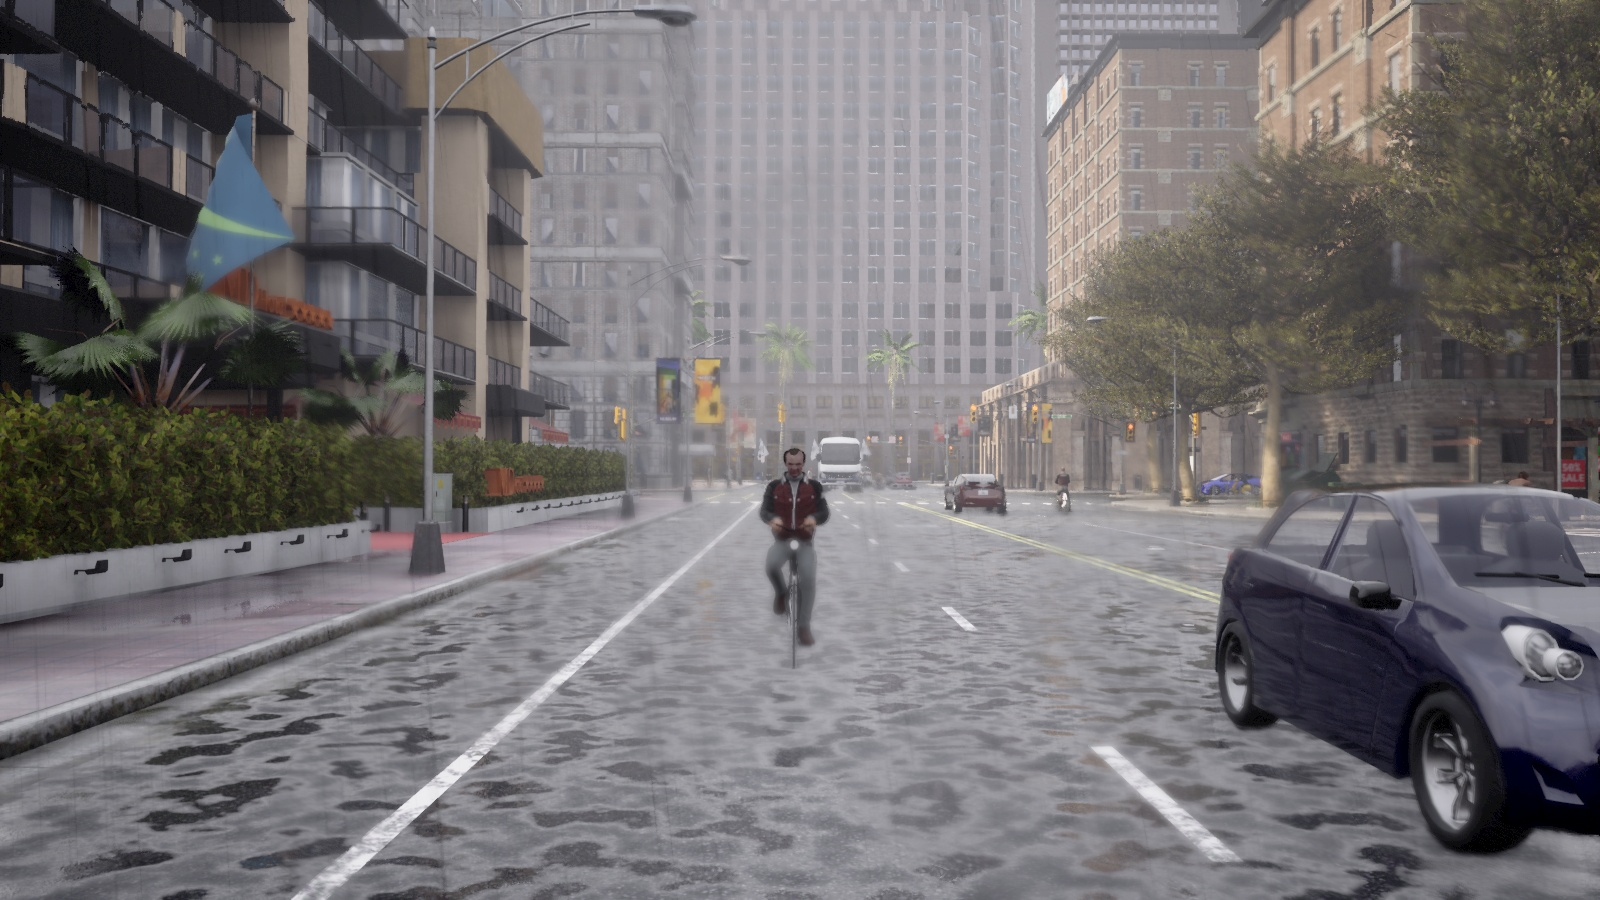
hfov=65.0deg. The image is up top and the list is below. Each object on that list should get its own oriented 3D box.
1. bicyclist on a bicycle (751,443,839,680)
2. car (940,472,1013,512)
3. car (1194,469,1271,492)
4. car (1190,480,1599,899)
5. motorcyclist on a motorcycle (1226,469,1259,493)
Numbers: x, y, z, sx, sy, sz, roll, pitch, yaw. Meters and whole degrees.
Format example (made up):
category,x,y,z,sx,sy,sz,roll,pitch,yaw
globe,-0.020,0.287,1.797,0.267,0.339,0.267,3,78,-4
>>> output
category,x,y,z,sx,sy,sz,roll,pitch,yaw
bicyclist on a bicycle,-0.040,0.859,10.361,0.659,1.776,1.843,0,-1,0
car,6.819,1.608,48.996,2.163,1.488,4.792,0,-1,0
car,29.324,2.072,85.222,4.514,1.525,2.007,0,-1,1
car,3.475,0.921,6.353,1.845,1.501,3.633,0,-1,0
motorcyclist on a motorcycle,28.779,2.021,81.705,1.817,1.590,0.866,0,-1,1
